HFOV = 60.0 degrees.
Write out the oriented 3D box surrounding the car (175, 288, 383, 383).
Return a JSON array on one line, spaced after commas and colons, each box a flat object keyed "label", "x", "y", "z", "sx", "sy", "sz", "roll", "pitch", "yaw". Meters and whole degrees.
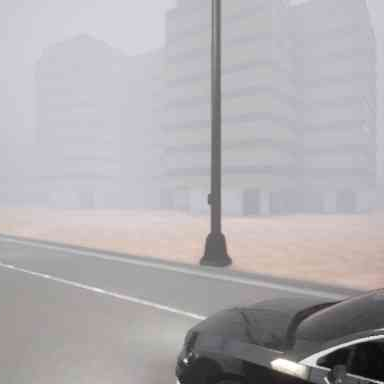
[{"label": "car", "x": 2.092, "y": 1.505, "z": 2.501, "sx": 4.892, "sy": 1.490, "sz": 1.837, "roll": 0, "pitch": 0, "yaw": 36}]
